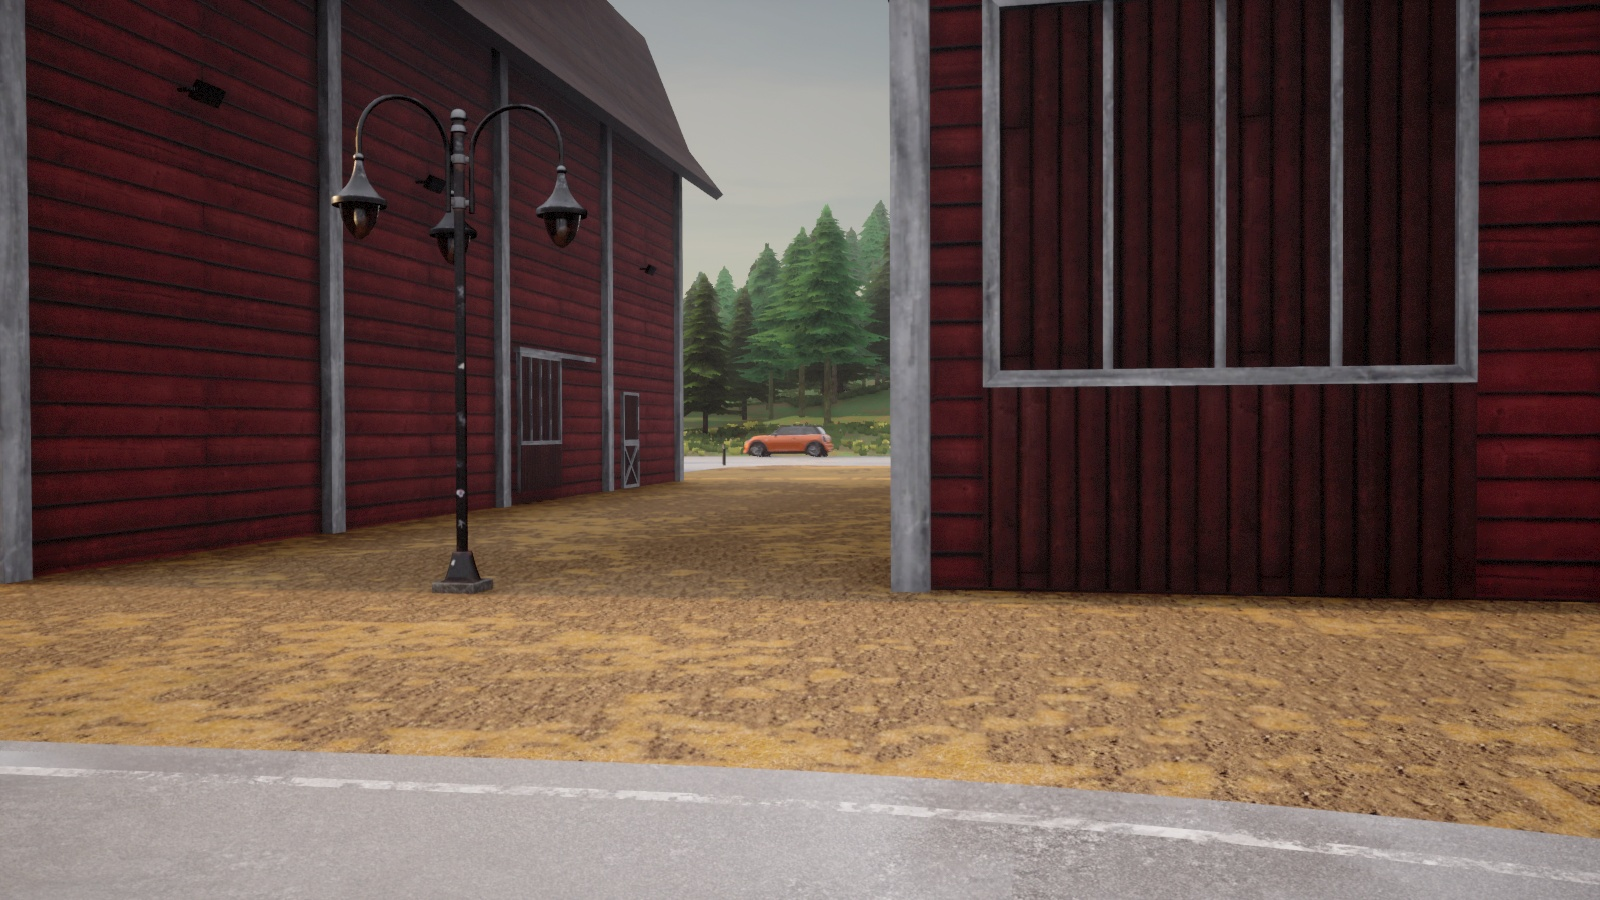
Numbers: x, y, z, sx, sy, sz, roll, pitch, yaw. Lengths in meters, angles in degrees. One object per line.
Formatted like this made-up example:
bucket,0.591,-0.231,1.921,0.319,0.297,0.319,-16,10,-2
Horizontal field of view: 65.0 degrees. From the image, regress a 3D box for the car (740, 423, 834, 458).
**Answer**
car,-0.668,-0.504,65.393,4.553,1.767,2.097,0,1,12
